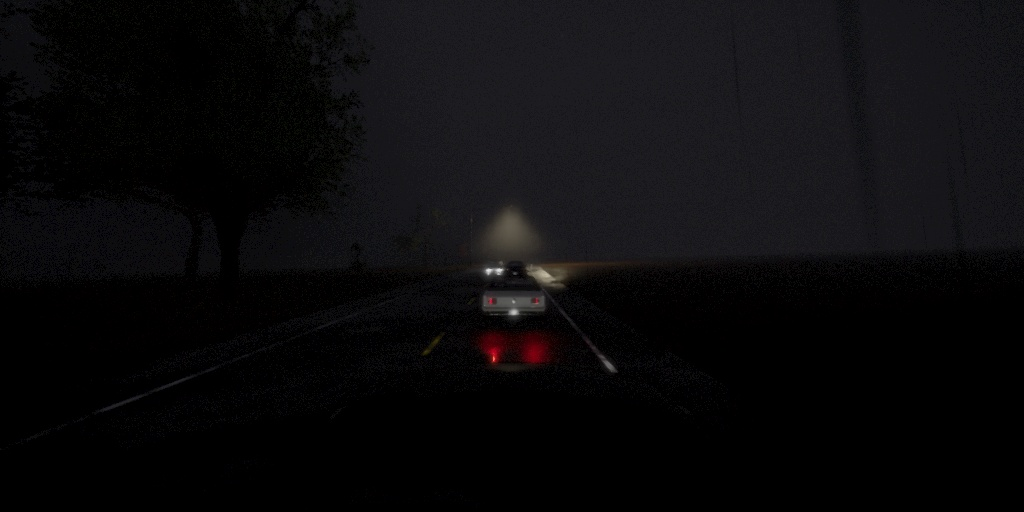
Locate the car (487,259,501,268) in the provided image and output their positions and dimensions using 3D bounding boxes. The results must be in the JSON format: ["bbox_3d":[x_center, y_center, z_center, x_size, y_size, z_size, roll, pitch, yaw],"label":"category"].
[{"bbox_3d":[-2.502,1.089,52.497,1.895,1.301,4.718,0,0,3],"label":"car"}]

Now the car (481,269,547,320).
[{"bbox_3d":[0.078,1.297,12.384,1.895,1.301,4.718,0,0,1],"label":"car"}]

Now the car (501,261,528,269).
[{"bbox_3d":[0.314,1.133,29.870,1.812,1.442,4.674,0,0,2],"label":"car"}]
